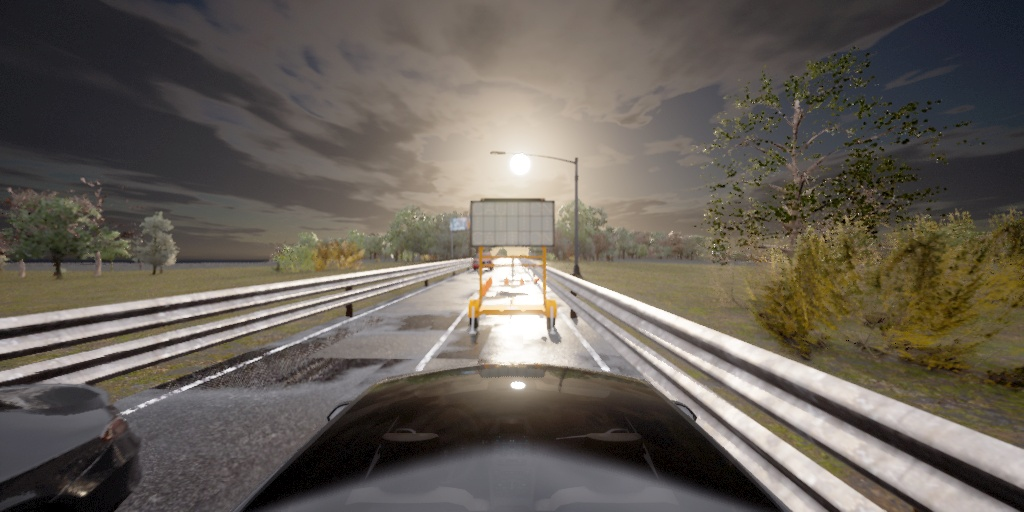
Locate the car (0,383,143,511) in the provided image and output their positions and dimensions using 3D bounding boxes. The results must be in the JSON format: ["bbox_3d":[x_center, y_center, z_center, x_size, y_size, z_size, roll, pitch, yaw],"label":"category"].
[{"bbox_3d":[-3.352,1.286,0.437,1.812,1.442,4.674,0,0,0],"label":"car"}]

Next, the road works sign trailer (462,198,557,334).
[{"bbox_3d":[0.020,0.145,10.367,2.380,3.560,2.880,0,0,0],"label":"road works sign trailer"}]

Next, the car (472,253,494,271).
[{"bbox_3d":[-3.300,0.649,41.814,2.150,2.045,5.566,0,0,0],"label":"car"}]
